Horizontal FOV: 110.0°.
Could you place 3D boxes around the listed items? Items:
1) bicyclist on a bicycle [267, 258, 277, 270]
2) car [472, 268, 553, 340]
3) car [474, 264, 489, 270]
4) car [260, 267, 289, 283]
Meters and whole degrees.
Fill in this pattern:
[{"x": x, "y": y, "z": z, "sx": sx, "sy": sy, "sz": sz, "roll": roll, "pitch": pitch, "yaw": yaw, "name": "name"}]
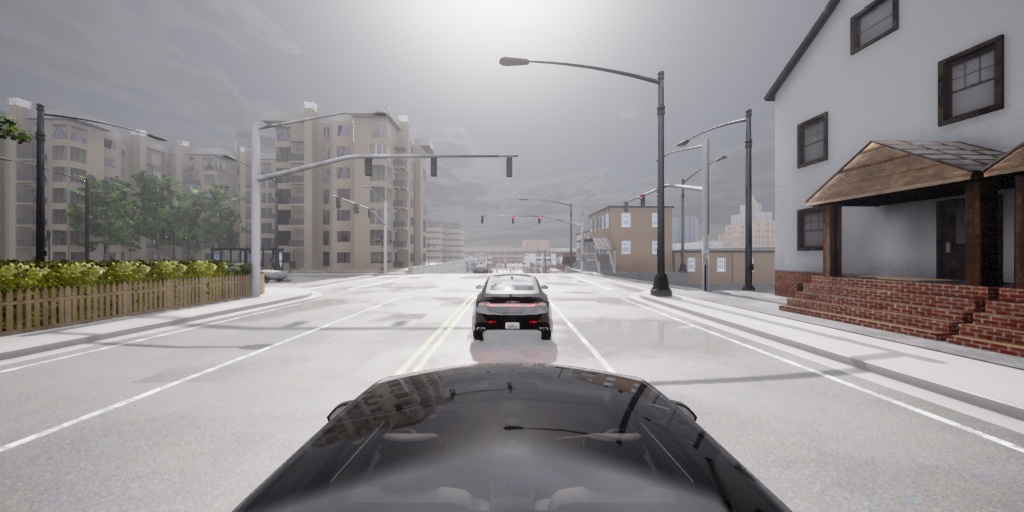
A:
[{"x": -25.606, "y": 1.053, "z": 38.210, "sx": 0.582, "sy": 1.620, "sz": 1.656, "roll": 0, "pitch": 0, "yaw": 0, "name": "bicyclist on a bicycle"}, {"x": 0.002, "y": 1.241, "z": 9.913, "sx": 2.128, "sy": 1.511, "sz": 4.902, "roll": 0, "pitch": 0, "yaw": 0, "name": "car"}, {"x": -3.982, "y": 1.774, "z": 47.305, "sx": 1.812, "sy": 1.442, "sz": 4.674, "roll": 0, "pitch": -4, "yaw": 0, "name": "car"}, {"x": -19.687, "y": 1.351, "z": 27.194, "sx": 4.718, "sy": 1.301, "sz": 1.895, "roll": 0, "pitch": 0, "yaw": 0, "name": "car"}]
